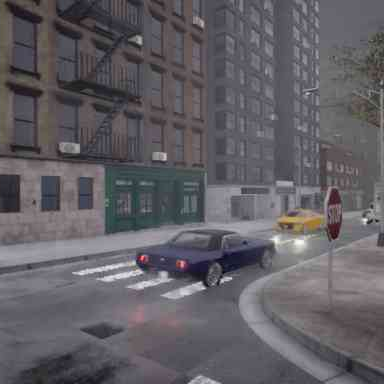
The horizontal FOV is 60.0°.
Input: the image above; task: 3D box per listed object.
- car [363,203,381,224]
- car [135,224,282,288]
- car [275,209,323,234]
[{"bbox_3d":[18.542,2.041,32.083,2.150,2.045,5.566,0,-2,39],"label":"car"},{"bbox_3d":[0.699,1.760,9.800,1.895,1.301,4.718,0,-2,39],"label":"car"},{"bbox_3d":[7.491,1.979,22.999,1.882,1.535,5.008,0,-2,39],"label":"car"}]
